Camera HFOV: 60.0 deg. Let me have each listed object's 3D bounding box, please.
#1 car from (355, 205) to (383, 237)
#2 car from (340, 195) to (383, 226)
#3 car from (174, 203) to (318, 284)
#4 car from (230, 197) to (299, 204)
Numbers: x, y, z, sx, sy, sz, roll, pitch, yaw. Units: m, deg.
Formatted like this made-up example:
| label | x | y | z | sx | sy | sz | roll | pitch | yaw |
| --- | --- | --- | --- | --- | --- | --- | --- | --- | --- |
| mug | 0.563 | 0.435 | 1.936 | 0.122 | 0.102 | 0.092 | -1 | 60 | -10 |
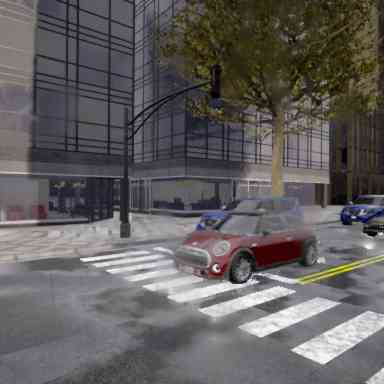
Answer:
| label | x | y | z | sx | sy | sz | roll | pitch | yaw |
| --- | --- | --- | --- | --- | --- | --- | --- | --- | --- |
| car | 10.792 | 1.553 | 17.063 | 5.357 | 1.411 | 2.033 | 0 | 0 | -39 |
| car | 12.179 | 1.226 | 22.350 | 5.566 | 2.045 | 2.150 | 0 | 0 | -39 |
| car | 1.676 | 1.354 | 9.738 | 4.553 | 1.767 | 2.097 | 0 | 0 | -39 |
| car | 2.791 | 1.226 | 14.803 | 5.566 | 2.045 | 2.150 | 1 | 0 | -39 |
